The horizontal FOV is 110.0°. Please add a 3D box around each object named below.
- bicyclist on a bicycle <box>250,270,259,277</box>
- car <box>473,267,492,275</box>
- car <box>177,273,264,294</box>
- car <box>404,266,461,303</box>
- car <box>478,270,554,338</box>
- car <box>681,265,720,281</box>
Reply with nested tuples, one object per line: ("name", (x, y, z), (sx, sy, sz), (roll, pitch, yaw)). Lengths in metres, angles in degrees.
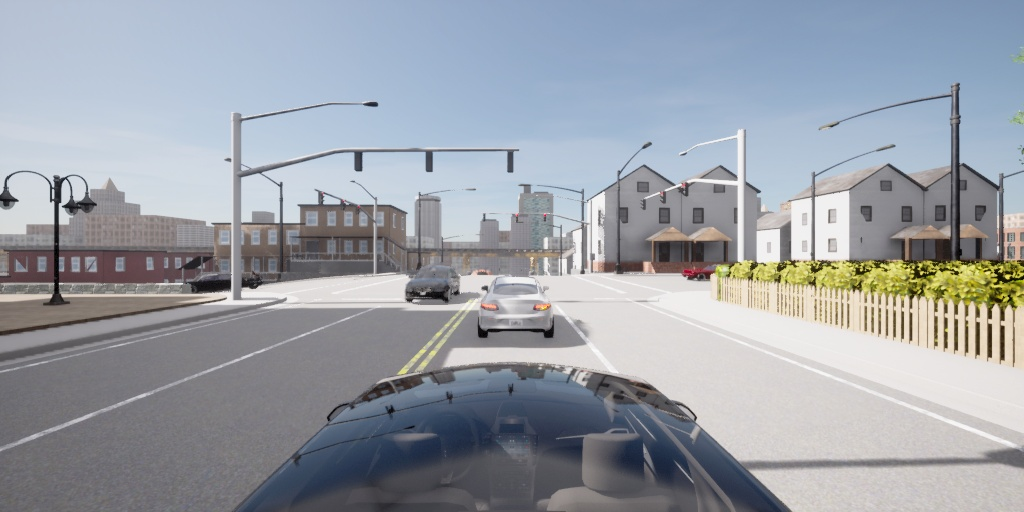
("bicyclist on a bicycle", (-25.569, 2.214, 35.648), (0.582, 1.620, 1.656), (-8, 0, 0))
("car", (-3.524, 2.057, 43.722), (2.097, 1.767, 4.553), (0, -8, 0))
("car", (-19.977, 1.845, 24.762), (4.718, 1.301, 1.895), (-4, 0, -1))
("car", (-3.565, 1.254, 16.779), (1.837, 1.490, 4.892), (0, 0, 0))
("car", (0.101, 1.276, 10.071), (1.812, 1.442, 4.674), (0, 0, 0))
("car", (16.312, 1.351, 28.875), (4.718, 1.301, 1.895), (0, 0, -1))
